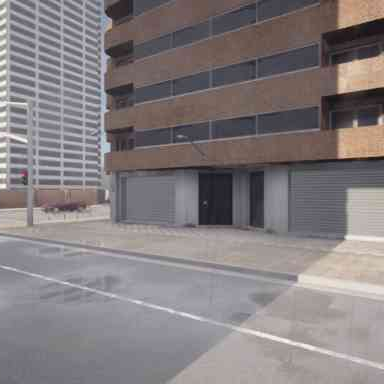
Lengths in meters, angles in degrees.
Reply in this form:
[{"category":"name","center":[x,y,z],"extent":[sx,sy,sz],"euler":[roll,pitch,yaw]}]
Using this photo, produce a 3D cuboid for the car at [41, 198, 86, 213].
[{"category":"car","center":[-14.151,1.478,36.930],"extent":[1.882,1.535,5.008],"euler":[0,0,35]}]
